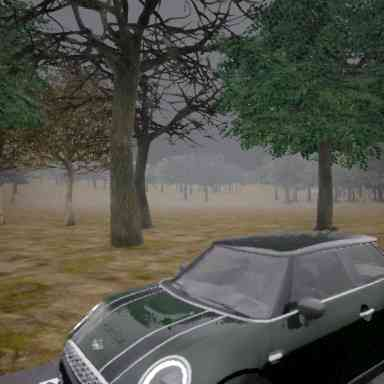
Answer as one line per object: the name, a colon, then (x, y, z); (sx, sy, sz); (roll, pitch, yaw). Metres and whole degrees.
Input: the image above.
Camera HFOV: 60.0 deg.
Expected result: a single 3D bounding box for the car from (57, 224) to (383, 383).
car: (0.848, 1.353, 4.044); (4.553, 1.767, 2.097); (0, 0, -36)
